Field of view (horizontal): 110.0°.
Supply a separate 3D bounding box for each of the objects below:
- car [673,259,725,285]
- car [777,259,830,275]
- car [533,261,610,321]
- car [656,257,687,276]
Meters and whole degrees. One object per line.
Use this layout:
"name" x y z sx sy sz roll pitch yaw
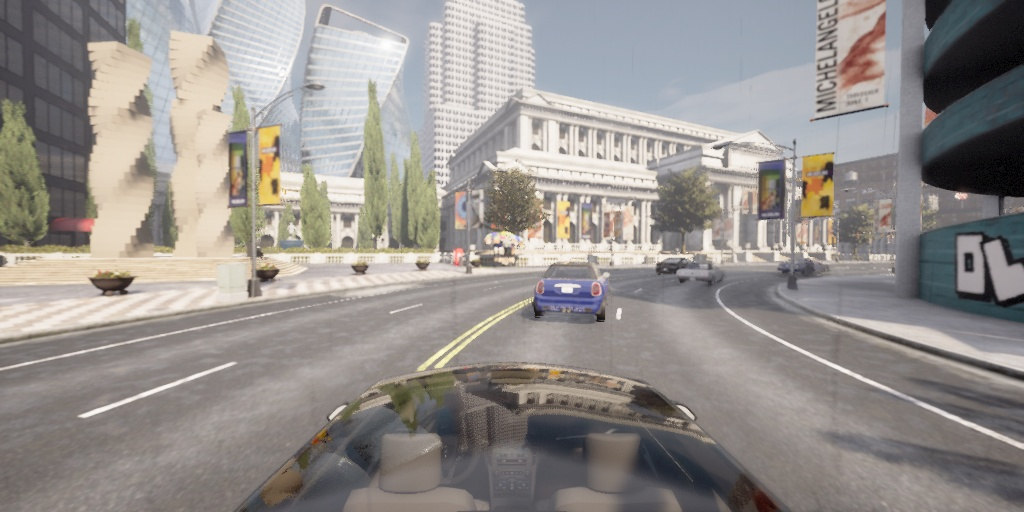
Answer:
"car" 12.256 1.076 23.085 1.895 1.301 4.718 1 1 41
"car" 26.801 0.943 32.959 5.357 1.411 2.033 0 1 -24
"car" 2.168 0.948 12.113 2.097 1.767 4.553 1 1 17
"car" 13.556 0.865 29.060 5.008 1.535 1.882 0 1 -41
